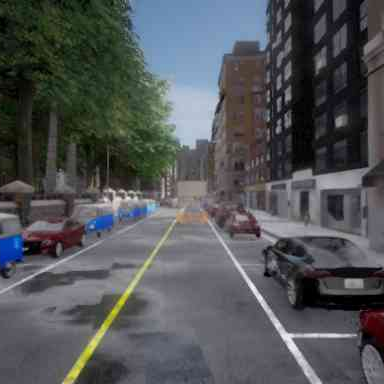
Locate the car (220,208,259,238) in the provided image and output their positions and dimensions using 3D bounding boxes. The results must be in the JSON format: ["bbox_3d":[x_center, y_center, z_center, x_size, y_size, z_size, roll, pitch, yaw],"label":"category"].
[{"bbox_3d":[2.856,1.836,19.256,1.802,1.307,4.206,0,-1,0],"label":"car"}]

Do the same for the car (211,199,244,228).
[{"bbox_3d":[2.855,1.641,24.919,2.192,1.841,5.009,0,-1,0],"label":"car"}]

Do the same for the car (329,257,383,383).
[{"bbox_3d":[2.854,1.577,2.277,1.887,1.381,4.507,0,-1,0],"label":"car"}]

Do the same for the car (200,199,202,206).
[{"bbox_3d":[2.859,2.276,58.877,1.887,1.381,4.507,0,-1,0],"label":"car"}]

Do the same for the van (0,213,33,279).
[{"bbox_3d":[-5.671,1.449,7.928,1.690,1.788,3.998,0,-1,0],"label":"van"}]

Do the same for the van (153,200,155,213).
[{"bbox_3d":[-5.668,1.874,41.872,1.690,1.788,3.998,0,-1,0],"label":"van"}]

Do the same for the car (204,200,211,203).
[{"bbox_3d":[2.858,2.182,47.557,1.802,1.307,4.206,0,-1,0],"label":"car"}]

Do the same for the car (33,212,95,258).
[{"bbox_3d":[-5.670,1.726,13.582,1.887,1.381,4.507,0,-1,0],"label":"car"}]

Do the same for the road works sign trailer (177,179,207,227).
[{"bbox_3d":[0.002,0.802,25.885,2.380,3.560,2.880,0,-1,0],"label":"road works sign trailer"}]

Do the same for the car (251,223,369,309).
[{"bbox_3d":[2.854,1.674,7.936,1.947,1.339,4.313,0,-1,0],"label":"car"}]

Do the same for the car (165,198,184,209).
[{"bbox_3d":[-3.044,2.213,58.065,2.128,1.511,4.902,0,-1,0],"label":"car"}]

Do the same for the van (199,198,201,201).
[{"bbox_3d":[2.860,2.199,70.200,1.690,1.788,3.998,0,-1,0],"label":"van"}]

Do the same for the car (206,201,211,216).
[{"bbox_3d":[2.857,2.010,36.237,1.887,1.381,4.507,0,-1,0],"label":"car"}]

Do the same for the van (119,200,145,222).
[{"bbox_3d":[-5.669,1.737,30.557,1.690,1.788,3.998,0,-1,0],"label":"van"}]

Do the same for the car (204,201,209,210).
[{"bbox_3d":[2.858,2.115,41.896,1.802,1.307,4.206,0,-1,0],"label":"car"}]

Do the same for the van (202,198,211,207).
[{"bbox_3d":[2.858,2.007,53.219,1.690,1.788,3.998,0,-1,0],"label":"van"}]

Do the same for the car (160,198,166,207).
[{"bbox_3d":[-5.665,2.173,70.160,2.192,1.841,5.009,0,-1,0],"label":"car"}]

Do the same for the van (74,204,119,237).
[{"bbox_3d":[-5.670,1.595,19.242,1.690,1.788,3.998,0,-1,0],"label":"van"}]

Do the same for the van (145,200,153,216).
[{"bbox_3d":[-5.669,1.806,36.214,1.690,1.788,3.998,0,-1,0],"label":"van"}]
